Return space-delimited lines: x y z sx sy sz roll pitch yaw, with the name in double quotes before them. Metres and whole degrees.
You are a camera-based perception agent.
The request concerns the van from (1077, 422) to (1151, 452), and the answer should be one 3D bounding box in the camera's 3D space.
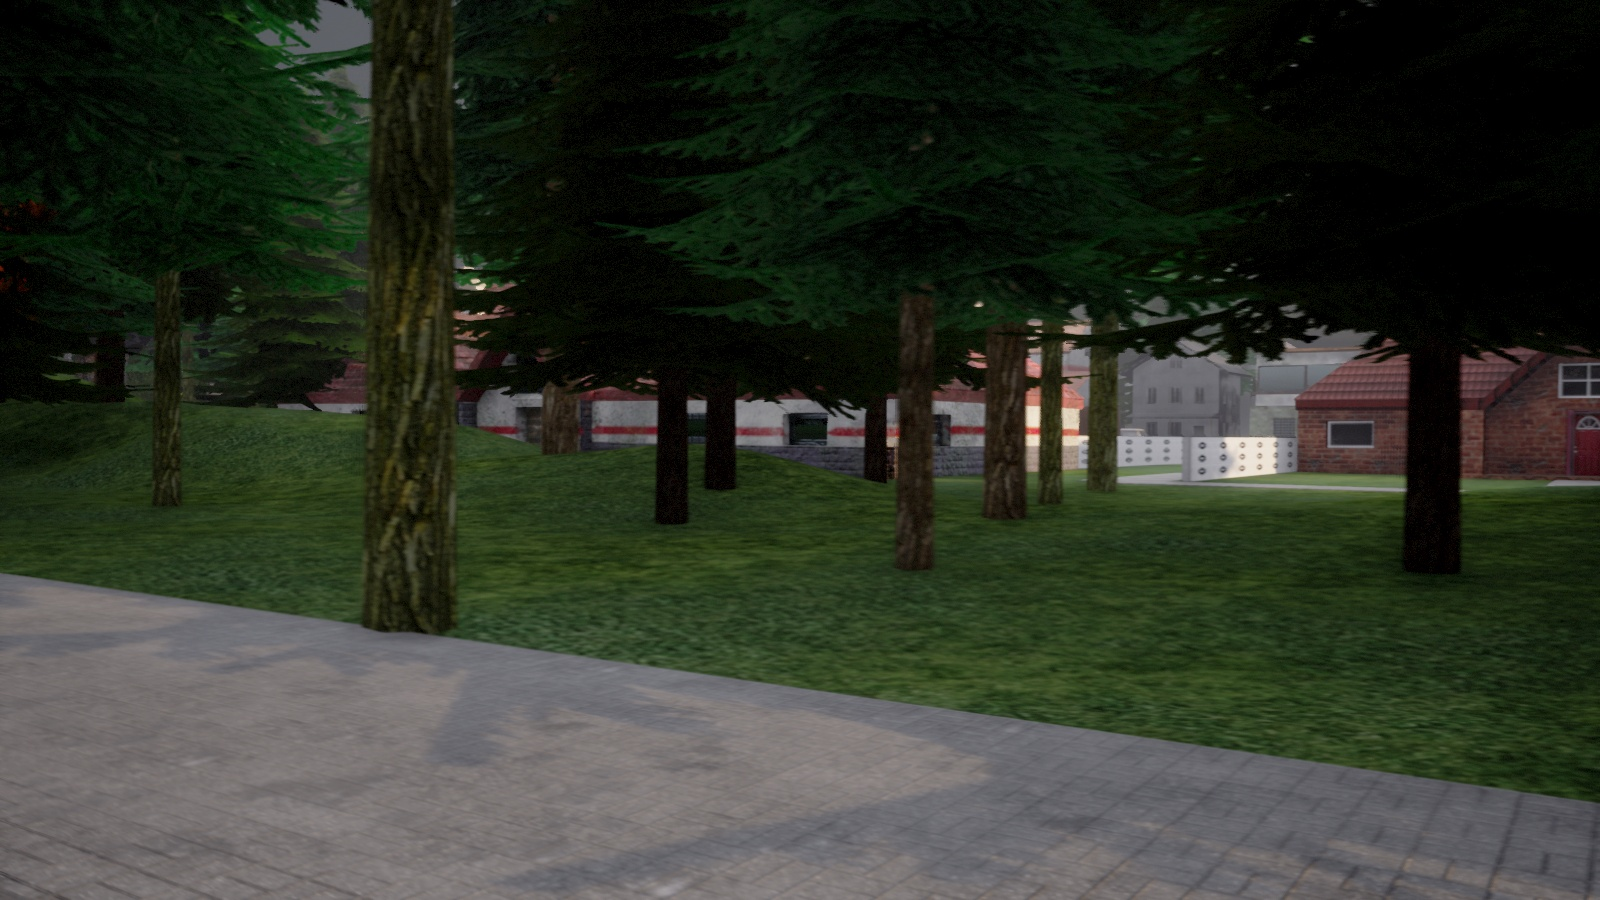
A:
"van" 21.013 -0.854 84.103 4.442 1.987 1.775 0 1 33
